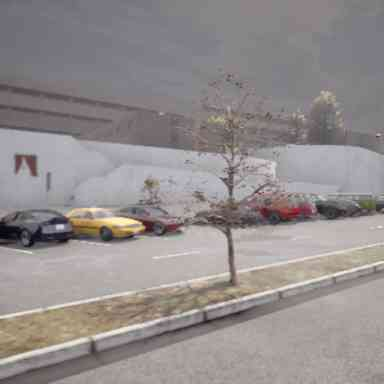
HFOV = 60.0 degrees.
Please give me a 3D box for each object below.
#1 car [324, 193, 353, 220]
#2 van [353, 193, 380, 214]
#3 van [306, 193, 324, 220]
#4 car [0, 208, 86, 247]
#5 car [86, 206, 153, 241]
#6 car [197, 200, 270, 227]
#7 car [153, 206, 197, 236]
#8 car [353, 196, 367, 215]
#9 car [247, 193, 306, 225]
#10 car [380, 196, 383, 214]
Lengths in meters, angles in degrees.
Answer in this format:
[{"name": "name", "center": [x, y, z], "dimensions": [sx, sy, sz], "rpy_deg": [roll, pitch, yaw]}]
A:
[{"name": "car", "center": [9.698, 1.109, 27.171], "dimensions": [5.566, 2.045, 2.435], "rpy_deg": [-1, -1, 35]}, {"name": "van", "center": [14.433, 1.080, 30.707], "dimensions": [4.442, 1.987, 1.878], "rpy_deg": [-1, 0, 35]}, {"name": "van", "center": [7.342, 1.161, 25.389], "dimensions": [4.442, 1.987, 1.878], "rpy_deg": [-1, -1, 35]}, {"name": "car", "center": [-7.367, 1.525, 15.072], "dimensions": [4.792, 1.488, 2.163], "rpy_deg": [-1, -1, 35]}, {"name": "car", "center": [-4.752, 1.481, 16.691], "dimensions": [5.366, 1.575, 1.946], "rpy_deg": [-1, -1, 35]}, {"name": "car", "center": [2.386, 1.479, 21.983], "dimensions": [4.674, 1.452, 2.002], "rpy_deg": [-1, 0, 35]}, {"name": "car", "center": [-2.452, 1.505, 18.508], "dimensions": [4.792, 1.488, 2.163], "rpy_deg": [-1, -1, 35]}, {"name": "car", "center": [12.109, 1.333, 28.907], "dimensions": [4.892, 1.521, 2.231], "rpy_deg": [-1, 0, 35]}, {"name": "car", "center": [4.785, 1.166, 23.733], "dimensions": [5.566, 2.045, 2.435], "rpy_deg": [-1, 0, 35]}, {"name": "car", "center": [16.986, 1.149, 32.355], "dimensions": [4.553, 1.767, 2.185], "rpy_deg": [-1, 0, 34]}]
